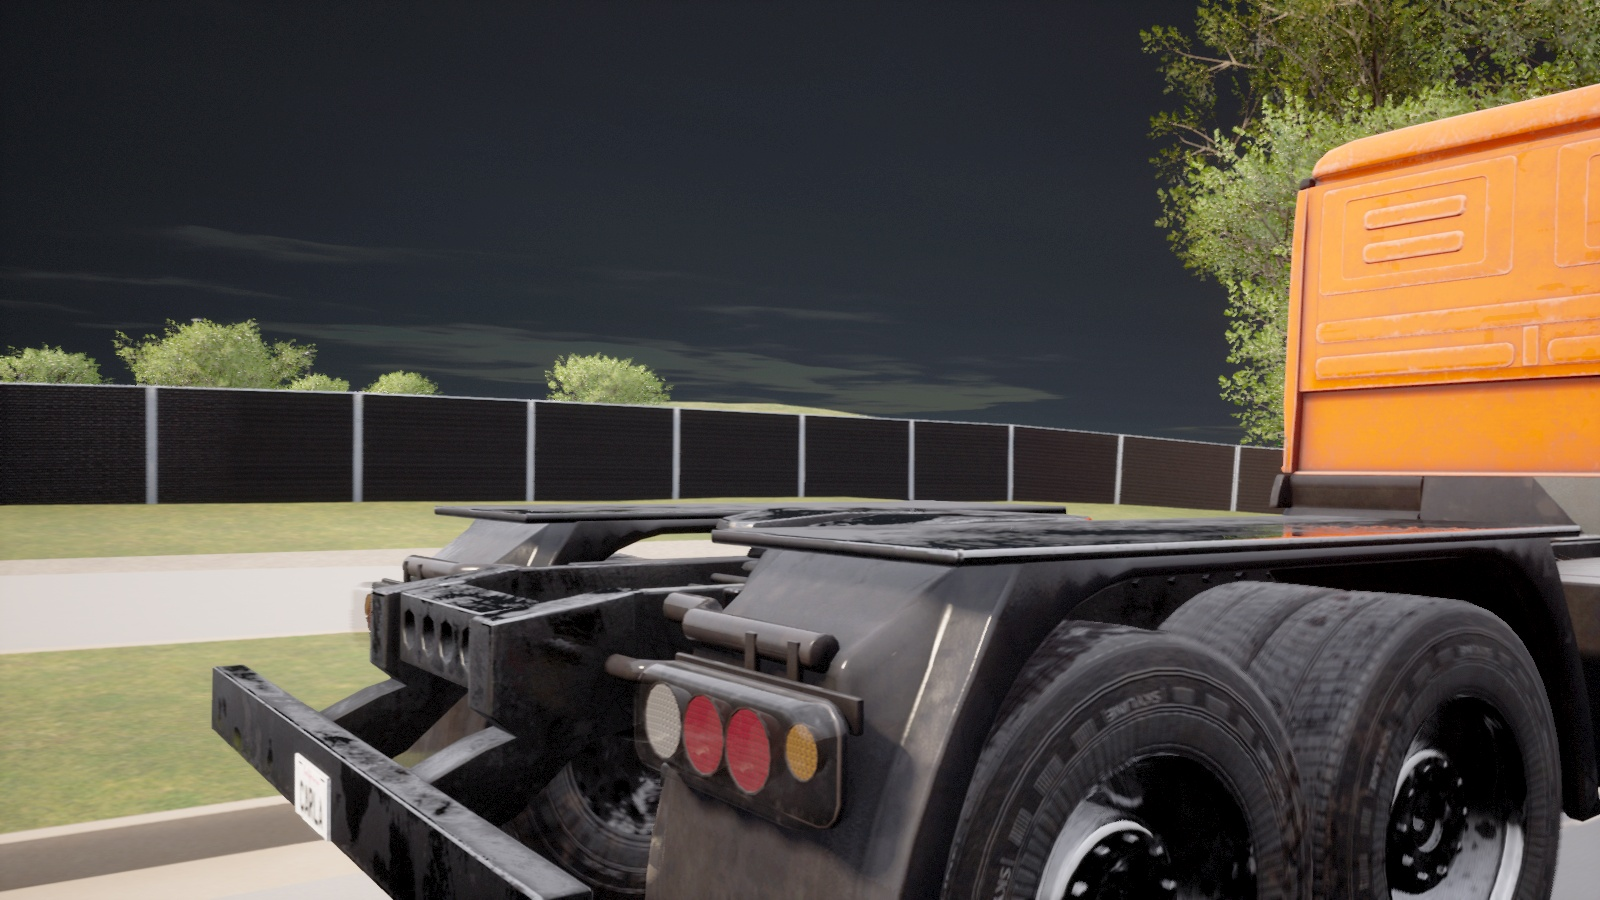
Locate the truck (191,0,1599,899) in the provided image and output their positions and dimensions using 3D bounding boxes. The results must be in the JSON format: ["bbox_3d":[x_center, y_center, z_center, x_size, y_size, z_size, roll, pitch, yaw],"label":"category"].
[{"bbox_3d":[2.125,-0.182,5.151,7.936,3.462,2.891,1,-1,-35],"label":"truck"}]
